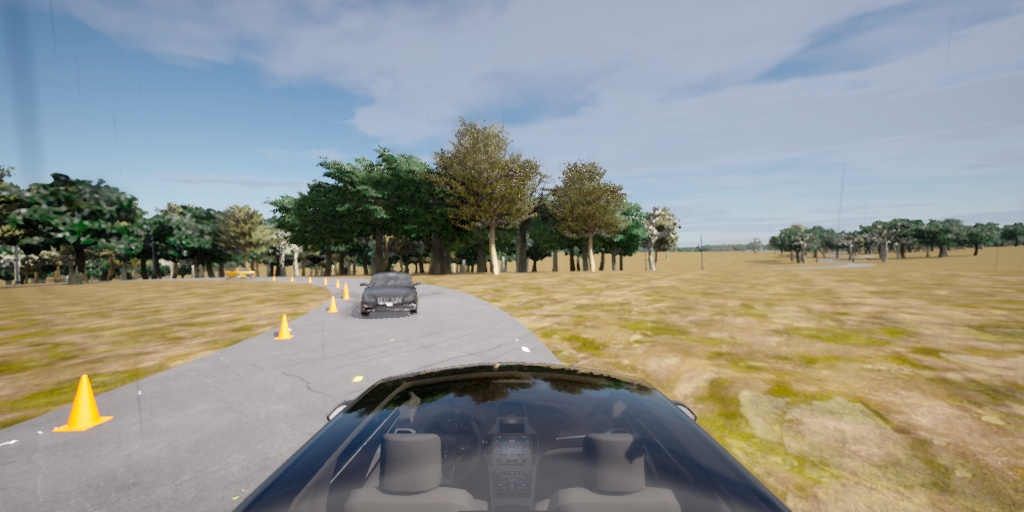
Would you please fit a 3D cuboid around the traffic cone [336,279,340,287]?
[{"bbox_3d":[-12.763,1.996,26.274,0.340,0.580,0.340,0,0,-34],"label":"traffic cone"}]

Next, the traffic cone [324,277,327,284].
[{"bbox_3d":[-15.614,2.084,30.031,0.340,0.580,0.340,0,0,-40],"label":"traffic cone"}]

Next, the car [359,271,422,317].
[{"bbox_3d":[-4.626,1.348,13.834,1.837,1.490,4.892,0,-1,-17],"label":"car"}]

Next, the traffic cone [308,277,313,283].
[{"bbox_3d":[-18.842,2.188,33.471,0.340,0.580,0.340,0,0,44],"label":"traffic cone"}]

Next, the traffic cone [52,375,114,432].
[{"bbox_3d":[-5.071,1.709,4.251,0.340,0.580,0.340,0,0,-4],"label":"traffic cone"}]

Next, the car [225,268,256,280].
[{"bbox_3d":[-37.115,2.425,49.046,5.008,1.535,1.882,-2,-1,29],"label":"car"}]

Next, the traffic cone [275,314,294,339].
[{"bbox_3d":[-5.670,1.747,8.931,0.340,0.580,0.340,0,0,-10],"label":"traffic cone"}]

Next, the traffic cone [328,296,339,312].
[{"bbox_3d":[-6.753,1.805,13.522,0.340,0.580,0.340,0,0,-16],"label":"traffic cone"}]

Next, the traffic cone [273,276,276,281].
[{"bbox_3d":[-26.315,2.448,39.664,0.340,0.580,0.340,0,0,38],"label":"traffic cone"}]

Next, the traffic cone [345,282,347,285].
[{"bbox_3d":[-10.318,1.925,22.241,0.340,0.580,0.340,0,0,-28],"label":"traffic cone"}]

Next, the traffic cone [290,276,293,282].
[{"bbox_3d":[-22.446,2.310,36.602,0.340,0.580,0.340,0,0,39],"label":"traffic cone"}]

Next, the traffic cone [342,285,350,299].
[{"bbox_3d":[-8.308,1.864,17.974,0.340,0.580,0.340,0,0,-22],"label":"traffic cone"}]
